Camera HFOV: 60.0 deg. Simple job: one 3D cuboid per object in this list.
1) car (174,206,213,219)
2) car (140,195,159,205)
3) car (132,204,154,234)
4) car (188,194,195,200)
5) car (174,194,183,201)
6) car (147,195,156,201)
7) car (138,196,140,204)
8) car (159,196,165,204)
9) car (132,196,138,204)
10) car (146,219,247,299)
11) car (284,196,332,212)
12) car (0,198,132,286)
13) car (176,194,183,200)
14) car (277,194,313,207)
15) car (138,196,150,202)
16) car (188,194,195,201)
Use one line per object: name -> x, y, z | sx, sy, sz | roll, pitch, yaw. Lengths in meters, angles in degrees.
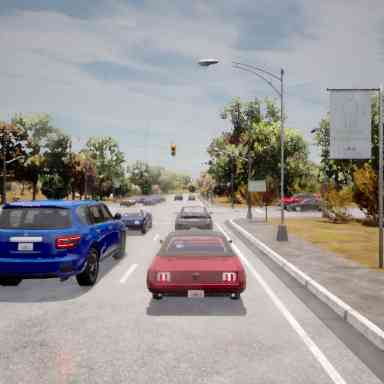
car -> 0.092, 1.491, 17.649 | 2.128, 1.511, 4.902 | 0, 0, 0
car -> -7.108, 1.525, 56.158 | 1.812, 1.442, 4.674 | 0, 0, 0
car -> -3.409, 1.601, 19.285 | 1.895, 1.301, 4.718 | 0, 0, 0
car -> -0.044, 1.360, 95.534 | 1.882, 1.535, 5.008 | 0, 0, 0
car -> -3.539, 1.493, 85.114 | 1.837, 1.490, 4.892 | 0, 0, 0
car -> -10.540, 1.469, 87.603 | 1.812, 1.442, 4.674 | 0, 0, 0
car -> -10.575, 1.526, 63.844 | 1.812, 1.442, 4.674 | 0, 0, 0
car -> -7.062, 1.477, 65.488 | 1.882, 1.535, 5.008 | 0, 0, 1
car -> -10.612, 1.601, 54.790 | 1.895, 1.301, 4.718 | 0, 0, 0
car -> 0.099, 1.601, 8.378 | 1.895, 1.301, 4.718 | 0, 0, 0
car -> 13.378, 1.505, 37.899 | 4.892, 1.490, 1.837 | 0, 0, 3
car -> -3.409, 1.221, 9.531 | 2.150, 2.045, 5.566 | 0, 0, 0
car -> -3.544, 1.382, 95.533 | 1.837, 1.490, 4.892 | 0, 0, 0
car -> 13.424, 1.221, 41.416 | 5.566, 2.045, 2.150 | 0, 0, 3
car -> -10.534, 1.552, 73.666 | 1.994, 1.385, 4.181 | 0, 0, 0
car -> -0.039, 1.533, 85.115 | 2.033, 1.411, 5.357 | 0, 0, 0
